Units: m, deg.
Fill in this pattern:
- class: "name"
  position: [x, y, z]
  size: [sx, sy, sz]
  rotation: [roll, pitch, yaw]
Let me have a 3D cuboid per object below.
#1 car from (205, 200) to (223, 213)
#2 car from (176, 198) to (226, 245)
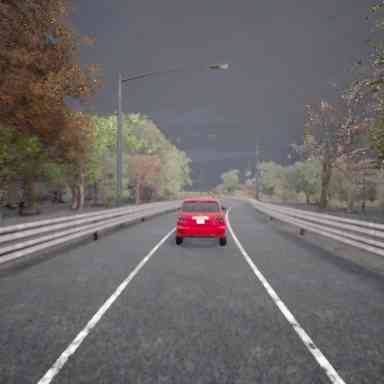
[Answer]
- class: "car"
  position: [2.817, 1.795, 41.379]
  size: [1.994, 1.385, 4.181]
  rotation: [0, 0, 8]
- class: "car"
  position: [0.489, 1.302, 16.270]
  size: [2.150, 2.045, 5.566]
  rotation: [0, 0, 3]
